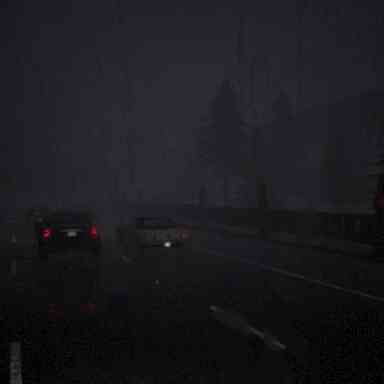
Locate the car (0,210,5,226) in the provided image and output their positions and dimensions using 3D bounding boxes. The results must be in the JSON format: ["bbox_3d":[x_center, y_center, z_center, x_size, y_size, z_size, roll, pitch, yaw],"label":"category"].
[{"bbox_3d":[-15.362,1.763,25.025,1.837,1.490,4.892,0,0,-28],"label":"car"}]

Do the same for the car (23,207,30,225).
[{"bbox_3d":[-12.279,1.784,26.681,1.837,1.490,4.892,0,0,-28],"label":"car"}]

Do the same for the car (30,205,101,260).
[{"bbox_3d":[-5.147,1.492,13.397,2.097,1.767,4.553,0,-1,-28],"label":"car"}]

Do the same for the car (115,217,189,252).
[{"bbox_3d":[-1.983,1.762,14.893,1.895,1.301,4.718,0,-1,-28],"label":"car"}]

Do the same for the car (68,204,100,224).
[{"bbox_3d":[-9.378,1.827,28.684,1.812,1.442,4.674,0,0,-28],"label":"car"}]
